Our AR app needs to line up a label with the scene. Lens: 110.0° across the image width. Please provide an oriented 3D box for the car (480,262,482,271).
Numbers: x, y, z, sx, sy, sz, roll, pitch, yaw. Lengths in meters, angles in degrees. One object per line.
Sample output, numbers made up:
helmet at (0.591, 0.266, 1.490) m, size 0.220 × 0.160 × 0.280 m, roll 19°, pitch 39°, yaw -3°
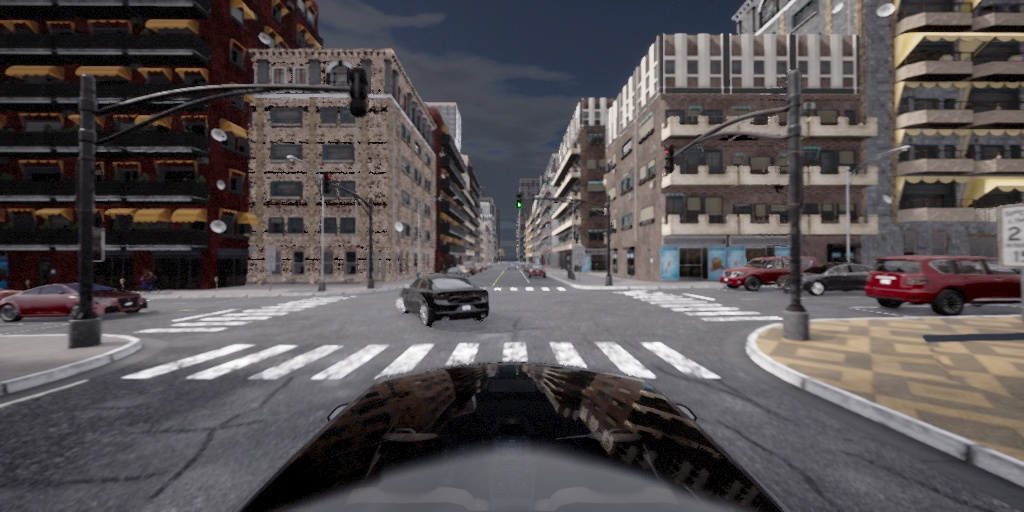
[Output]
car at (-5.677, 1.830, 50.773) m, size 1.751 × 1.417 × 4.829 m, roll 0°, pitch 0°, yaw 0°

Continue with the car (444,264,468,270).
car at (-5.682, 1.676, 33.897) m, size 1.948 × 1.339 × 4.313 m, roll 0°, pitch 0°, yaw 0°

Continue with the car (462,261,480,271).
car at (-5.679, 1.554, 45.261) m, size 2.192 × 1.841 × 5.009 m, roll 0°, pitch 0°, yaw 0°

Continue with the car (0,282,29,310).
car at (-26.961, 1.988, 17.298) m, size 4.718 × 1.301 × 1.895 m, roll -1°, pitch -1°, yaw -1°

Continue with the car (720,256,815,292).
car at (14.580, 0.961, 20.231) m, size 5.009 × 1.841 × 2.192 m, roll 0°, pitch 0°, yaw 0°

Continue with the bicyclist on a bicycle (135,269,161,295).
bicyclist on a bicycle at (-23.161, 1.668, 22.849) m, size 0.582 × 1.620 × 1.656 m, roll -1°, pitch 0°, yaw 0°

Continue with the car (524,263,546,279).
car at (2.700, 1.614, 39.579) m, size 1.967 × 1.591 × 4.097 m, roll 0°, pitch 0°, yaw 0°

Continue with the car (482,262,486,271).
car at (-5.675, 1.810, 56.625) m, size 1.967 × 1.591 × 4.097 m, roll 0°, pitch 0°, yaw 0°

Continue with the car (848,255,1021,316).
car at (14.712, 0.885, 11.852) m, size 5.009 × 1.841 × 2.192 m, roll 0°, pitch 0°, yaw 0°

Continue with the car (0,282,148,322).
car at (-17.173, 1.745, 14.169) m, size 4.181 × 1.385 × 1.994 m, roll -1°, pitch -1°, yaw -1°

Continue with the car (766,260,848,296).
car at (15.738, 1.107, 17.660) m, size 4.892 × 1.490 × 1.837 m, roll -1°, pitch -1°, yaw -1°

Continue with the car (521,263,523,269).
car at (2.705, 1.951, 56.625) m, size 1.802 × 1.307 × 4.207 m, roll 0°, pitch 0°, yaw 0°

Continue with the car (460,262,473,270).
car at (-5.680, 1.700, 39.409) m, size 1.751 × 1.417 × 4.829 m, roll 0°, pitch 0°, yaw 0°

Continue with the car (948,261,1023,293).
car at (25.483, 0.967, 17.742) m, size 5.357 × 1.411 × 2.033 m, roll -1°, pitch -1°, yaw 0°

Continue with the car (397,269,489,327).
car at (-2.552, 1.375, 12.482) m, size 1.882 × 1.535 × 5.008 m, roll 0°, pitch -1°, yaw -30°
